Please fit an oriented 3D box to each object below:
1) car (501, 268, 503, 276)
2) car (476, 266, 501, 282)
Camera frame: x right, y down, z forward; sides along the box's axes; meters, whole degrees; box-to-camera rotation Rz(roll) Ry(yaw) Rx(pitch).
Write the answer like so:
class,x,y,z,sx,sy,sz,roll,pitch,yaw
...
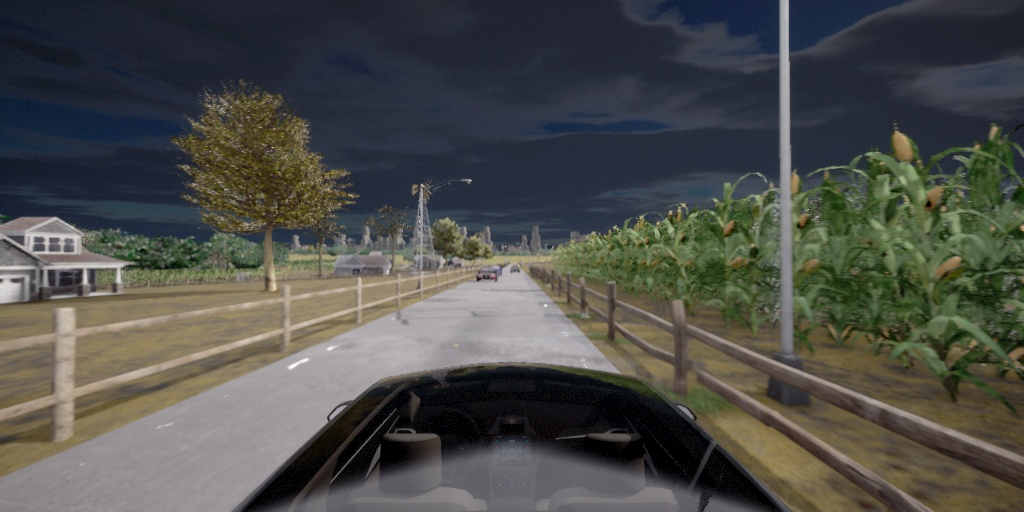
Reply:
class,x,y,z,sx,sy,sz,roll,pitch,yaw
car,-2.293,2.059,49.863,1.812,1.442,4.674,0,-1,1
car,-2.431,1.834,35.961,1.994,1.385,4.181,0,-1,1
